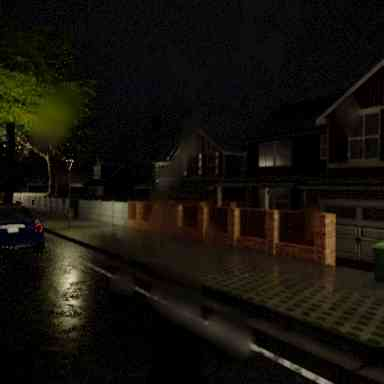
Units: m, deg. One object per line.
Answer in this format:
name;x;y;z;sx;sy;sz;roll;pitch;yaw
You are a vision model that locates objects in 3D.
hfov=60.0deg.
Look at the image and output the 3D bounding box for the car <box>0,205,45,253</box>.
car;-7.130;1.257;12.533;2.097;1.767;4.553;0;0;-37
